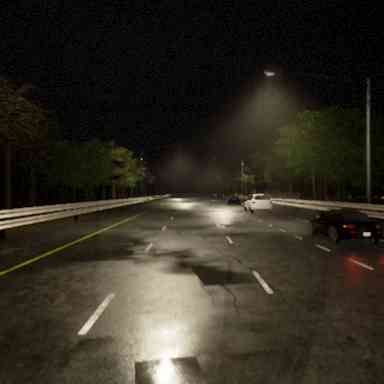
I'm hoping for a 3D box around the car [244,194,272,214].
[{"bbox_3d":[7.042,1.238,35.622,2.150,2.045,5.566,0,0,0],"label":"car"}]

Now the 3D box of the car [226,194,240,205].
[{"bbox_3d":[7.076,1.344,57.610,2.097,1.767,4.553,0,0,0],"label":"car"}]

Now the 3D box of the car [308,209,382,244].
[{"bbox_3d":[7.011,1.533,15.637,1.812,1.442,4.674,0,0,0],"label":"car"}]
